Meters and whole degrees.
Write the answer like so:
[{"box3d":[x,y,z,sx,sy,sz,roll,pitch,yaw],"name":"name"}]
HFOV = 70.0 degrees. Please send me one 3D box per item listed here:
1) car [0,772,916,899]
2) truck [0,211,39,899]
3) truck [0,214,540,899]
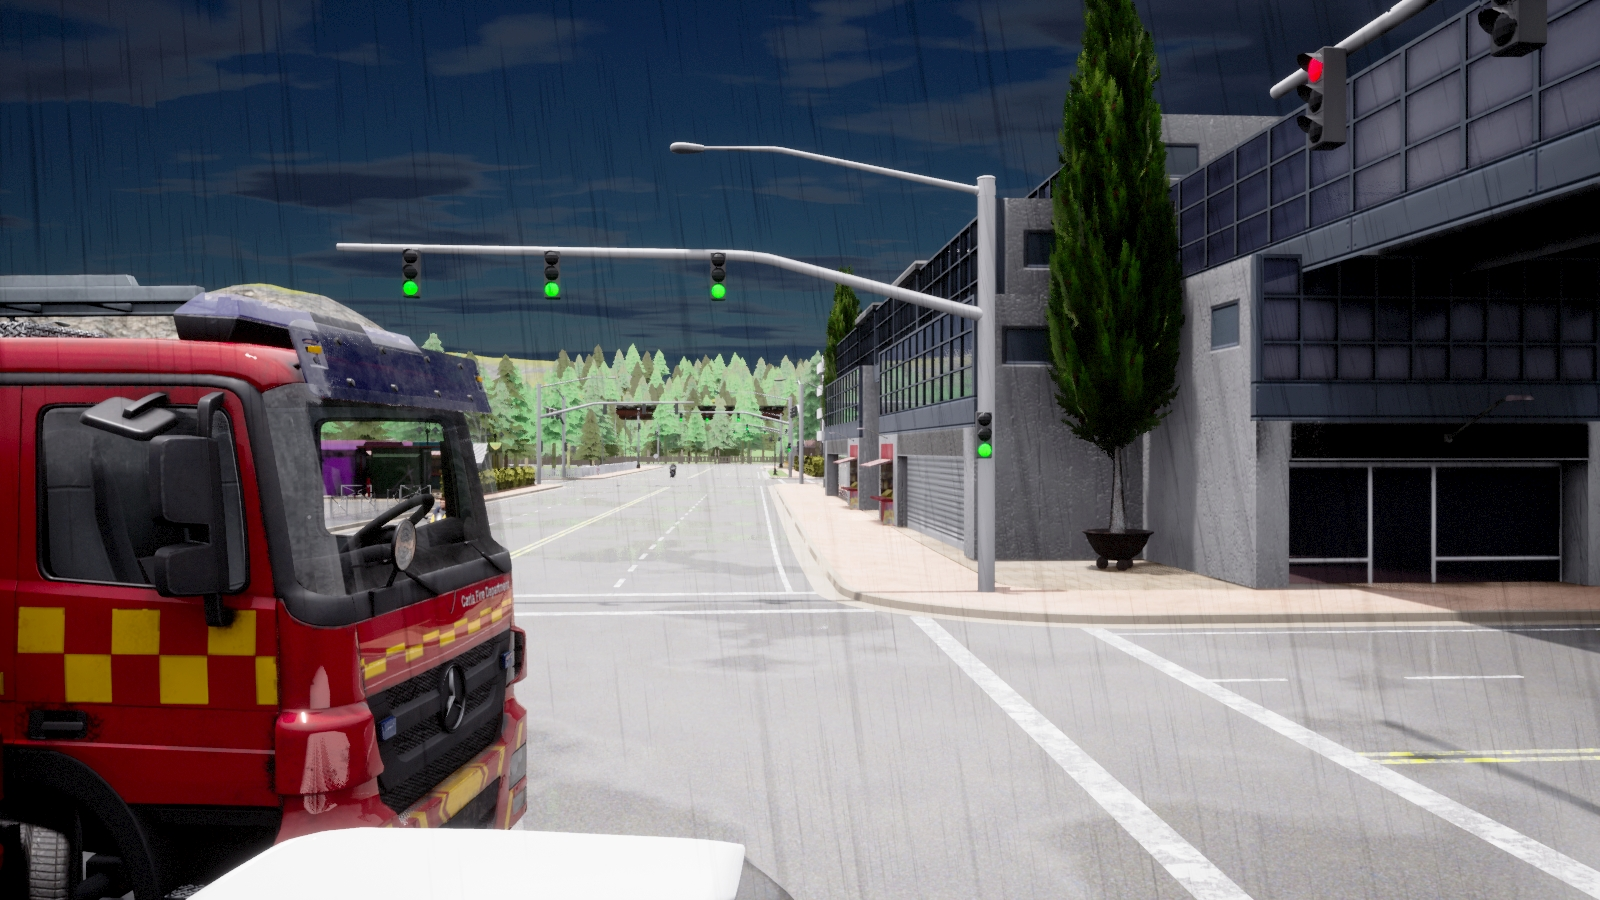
[{"box3d":[-1.549,2.065,3.579,3.806,1.475,1.970,0,0,5],"name":"car"},{"box3d":[-7.587,0.890,3.490,8.468,3.827,2.891,0,0,-3],"name":"truck"},{"box3d":[-6.102,0.890,6.659,8.468,3.827,2.891,0,0,4],"name":"truck"}]
